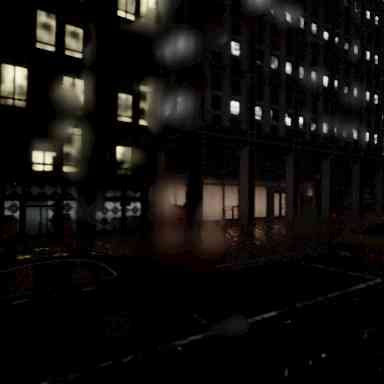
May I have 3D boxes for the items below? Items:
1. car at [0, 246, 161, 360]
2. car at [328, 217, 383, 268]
[{"bbox_3d":[-2.580,1.552,4.868,4.403,1.369,2.008,0,1,-36],"label":"car"},{"bbox_3d":[6.530,1.552,11.295,4.829,1.417,1.752,0,1,-36],"label":"car"}]
